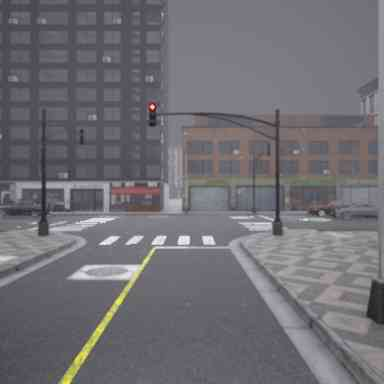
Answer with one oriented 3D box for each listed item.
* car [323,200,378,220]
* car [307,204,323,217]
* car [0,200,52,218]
[{"bbox_3d":[13.430,1.534,27.218,4.181,1.385,1.994,0,0,0],"label":"car"},{"bbox_3d":[13.178,1.473,30.472,5.008,1.535,1.882,0,0,1],"label":"car"},{"bbox_3d":[-15.381,1.555,30.428,4.892,1.490,1.837,0,0,0],"label":"car"}]
